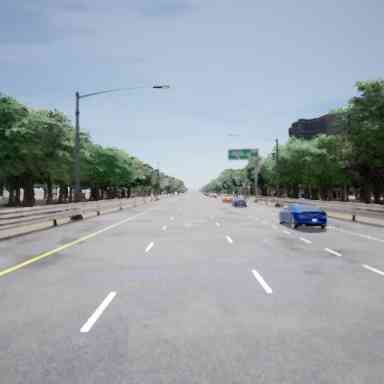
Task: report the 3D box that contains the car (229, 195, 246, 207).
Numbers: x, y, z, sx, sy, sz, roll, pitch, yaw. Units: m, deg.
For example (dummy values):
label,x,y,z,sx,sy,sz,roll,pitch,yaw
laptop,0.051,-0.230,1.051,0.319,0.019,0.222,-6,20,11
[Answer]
label,x,y,z,sx,sy,sz,roll,pitch,yaw
car,7.150,1.520,50.877,1.812,1.442,4.674,0,0,0

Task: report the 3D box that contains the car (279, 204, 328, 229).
label,x,y,z,sx,sy,sz,roll,pitch,yaw
car,7.030,1.495,21.534,1.882,1.535,5.008,0,0,0

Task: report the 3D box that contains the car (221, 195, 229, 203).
label,x,y,z,sx,sy,sz,roll,pitch,yaw
car,7.263,1.315,68.705,2.097,1.767,4.553,0,0,0
